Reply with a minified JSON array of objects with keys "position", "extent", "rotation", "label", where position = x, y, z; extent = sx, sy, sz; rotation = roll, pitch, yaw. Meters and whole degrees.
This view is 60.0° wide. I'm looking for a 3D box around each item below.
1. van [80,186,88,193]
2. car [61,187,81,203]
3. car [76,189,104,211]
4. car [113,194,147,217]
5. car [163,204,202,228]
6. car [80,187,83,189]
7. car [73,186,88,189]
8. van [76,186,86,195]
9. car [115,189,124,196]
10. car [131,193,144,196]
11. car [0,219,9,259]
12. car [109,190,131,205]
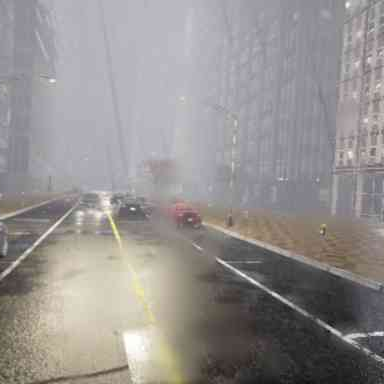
[{"position":[-27.209,-0.646,83.884],"extent":[1.690,1.788,3.998],"rotation":[3,0,-16],"label":"van"},{"position":[-14.850,0.472,40.315],"extent":[1.752,1.417,4.829],"rotation":[3,0,-16],"label":"car"},{"position":[-9.142,0.835,30.081],"extent":[1.837,1.490,4.892],"rotation":[3,0,-16],"label":"car"},{"position":[-4.871,1.166,26.277],"extent":[1.994,1.385,4.181],"rotation":[3,0,-16],"label":"car"},{"position":[-0.693,1.417,21.083],"extent":[1.887,1.381,4.507],"rotation":[3,0,-16],"label":"car"},{"position":[-16.439,0.409,45.905],"extent":[1.802,1.307,4.206],"rotation":[3,0,-16],"label":"car"},{"position":[-19.507,-0.090,56.754],"extent":[2.192,1.841,5.009],"rotation":[3,0,-16],"label":"car"},{"position":[-22.588,-0.296,67.606],"extent":[1.690,1.788,3.998],"rotation":[3,0,-16],"label":"van"},{"position":[-17.635,0.041,80.780],"extent":[1.967,1.590,4.097],"rotation":[3,0,-16],"label":"car"},{"position":[-6.856,0.964,42.791],"extent":[2.008,1.369,4.403],"rotation":[3,0,-16],"label":"car"},{"position":[-5.655,1.180,7.923],"extent":[2.008,1.369,4.403],"rotation":[3,0,-16],"label":"car"},{"position":[-8.959,0.862,40.554],"extent":[1.994,1.385,4.181],"rotation":[3,0,-15],"label":"car"}]
